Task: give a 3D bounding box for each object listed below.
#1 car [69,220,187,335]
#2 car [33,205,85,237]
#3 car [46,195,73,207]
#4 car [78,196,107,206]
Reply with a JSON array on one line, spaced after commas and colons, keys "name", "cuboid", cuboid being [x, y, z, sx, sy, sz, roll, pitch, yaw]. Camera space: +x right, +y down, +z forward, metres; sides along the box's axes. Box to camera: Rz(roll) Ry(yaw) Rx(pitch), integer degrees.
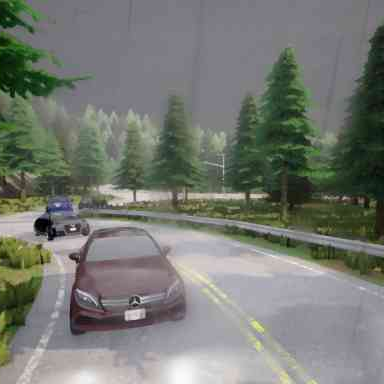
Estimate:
[{"name": "car", "cuboid": [-1.509, 1.522, 7.034, 1.812, 1.442, 4.674, -2, 0, -17]}, {"name": "car", "cuboid": [-7.023, 1.664, 17.742, 1.994, 1.385, 4.181, -4, 2, -38]}, {"name": "car", "cuboid": [-12.805, 1.325, 32.213, 2.150, 2.045, 5.566, -1, 0, -18]}, {"name": "car", "cuboid": [-12.643, 1.287, 42.797, 2.097, 1.767, 4.553, 2, 2, 13]}]
